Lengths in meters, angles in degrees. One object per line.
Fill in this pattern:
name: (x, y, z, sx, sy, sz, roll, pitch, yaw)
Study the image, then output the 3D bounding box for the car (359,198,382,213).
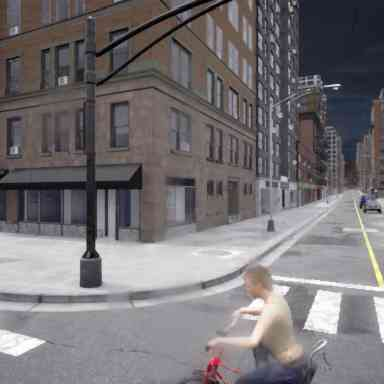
car: (21.458, 1.739, 39.681, 2.033, 1.411, 5.357, 0, 0, 26)

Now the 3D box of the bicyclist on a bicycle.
bicyclist on a bicycle: (0.500, 1.436, 2.874, 1.509, 1.612, 0.866, 0, 0, 26)

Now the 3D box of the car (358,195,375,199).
car: (25.934, 1.420, 49.075, 2.150, 2.045, 5.566, 0, 0, 26)
